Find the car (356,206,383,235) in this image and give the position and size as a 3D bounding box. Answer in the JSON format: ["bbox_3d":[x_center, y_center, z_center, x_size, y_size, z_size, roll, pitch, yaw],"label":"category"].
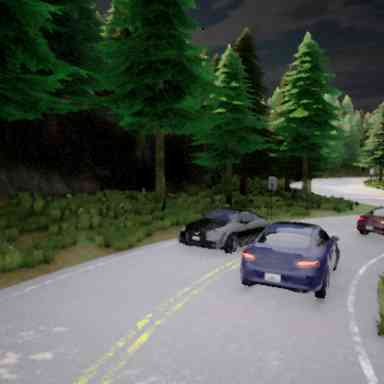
[{"bbox_3d":[9.771,1.378,15.891,4.674,1.442,1.812,-1,5,-32],"label":"car"}]

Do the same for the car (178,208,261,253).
[{"bbox_3d":[1.398,1.334,12.717,1.994,1.385,4.181,4,3,39],"label":"car"}]

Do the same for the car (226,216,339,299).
[{"bbox_3d":[2.646,1.495,8.549,1.812,1.442,4.674,3,2,27],"label":"car"}]
